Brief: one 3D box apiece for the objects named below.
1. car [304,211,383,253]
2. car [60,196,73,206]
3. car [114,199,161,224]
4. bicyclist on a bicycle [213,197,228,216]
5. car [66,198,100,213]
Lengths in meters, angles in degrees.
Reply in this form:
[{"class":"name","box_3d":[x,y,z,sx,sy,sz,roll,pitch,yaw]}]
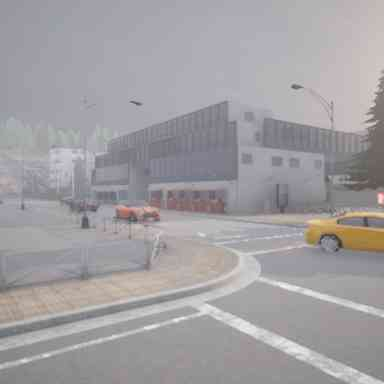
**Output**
[{"class":"car","box_3d":[6.723,1.480,12.106,5.008,1.535,1.882,0,1,34]},{"class":"car","box_3d":[-20.276,1.501,54.625,1.837,1.490,4.892,0,0,-35]},{"class":"car","box_3d":[-4.153,1.344,25.193,2.097,1.767,4.553,0,0,-35]},{"class":"bicyclist on a bicycle","box_3d":[2.465,1.299,28.784,1.656,1.620,0.582,0,0,-35]},{"class":"car","box_3d":[-11.885,1.594,36.302,1.895,1.301,4.718,0,0,-35]}]
